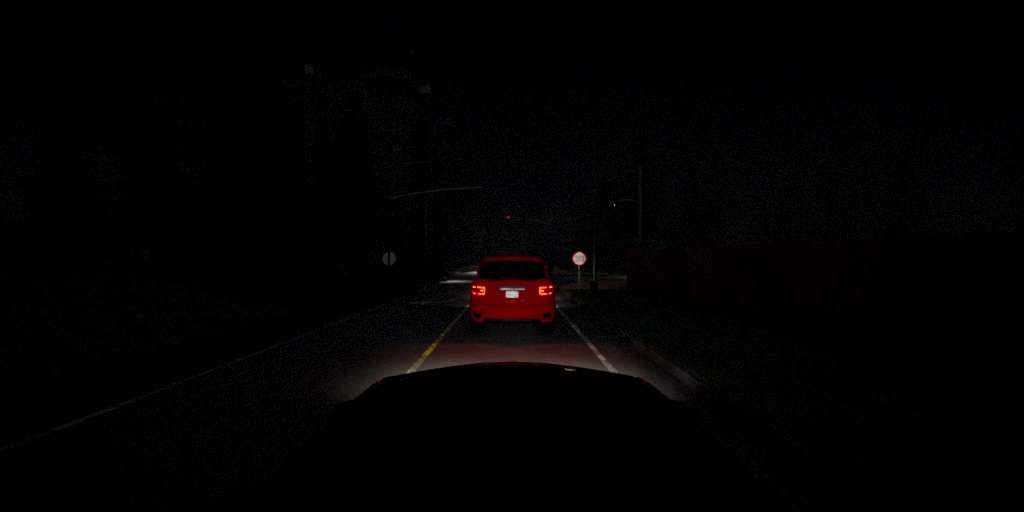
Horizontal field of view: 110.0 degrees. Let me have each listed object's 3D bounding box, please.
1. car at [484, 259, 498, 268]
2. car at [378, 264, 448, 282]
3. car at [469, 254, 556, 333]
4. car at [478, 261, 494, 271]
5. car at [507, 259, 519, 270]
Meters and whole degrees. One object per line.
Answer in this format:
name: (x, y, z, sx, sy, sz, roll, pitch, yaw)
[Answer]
car: (-3.516, 1.297, 60.677, 2.033, 1.411, 5.357, 0, 0, 0)
car: (-7.866, 1.309, 28.413, 5.357, 1.411, 2.033, 0, 0, 4)
car: (0.051, 0.971, 10.871, 2.150, 2.045, 5.566, 0, 0, 1)
car: (-3.550, 1.351, 50.041, 1.895, 1.301, 4.718, 0, 0, 0)
car: (0.150, 1.275, 54.692, 1.812, 1.442, 4.674, 0, 0, 0)
